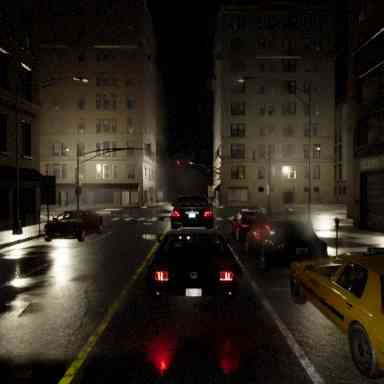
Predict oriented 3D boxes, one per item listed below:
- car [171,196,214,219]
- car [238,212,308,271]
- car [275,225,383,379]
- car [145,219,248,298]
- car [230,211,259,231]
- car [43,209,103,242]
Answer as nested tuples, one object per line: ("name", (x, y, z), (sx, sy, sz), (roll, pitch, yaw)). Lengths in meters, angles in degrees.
("car", (0.002, 1.215, 18.459), (2.150, 2.045, 5.566), (0, 0, 0))
("car", (2.867, 1.562, 10.712), (1.947, 1.339, 4.313), (-1, 0, 0))
("car", (2.863, 1.524, 5.296), (1.752, 1.417, 4.829), (-1, 0, 0))
("car", (0.046, 1.598, 8.467), (1.895, 1.301, 4.718), (0, 0, 0))
("car", (2.870, 1.576, 16.298), (1.802, 1.307, 4.206), (-1, 0, 0))
("car", (-5.675, 1.538, 16.300), (1.887, 1.381, 4.507), (-1, 0, 0))
